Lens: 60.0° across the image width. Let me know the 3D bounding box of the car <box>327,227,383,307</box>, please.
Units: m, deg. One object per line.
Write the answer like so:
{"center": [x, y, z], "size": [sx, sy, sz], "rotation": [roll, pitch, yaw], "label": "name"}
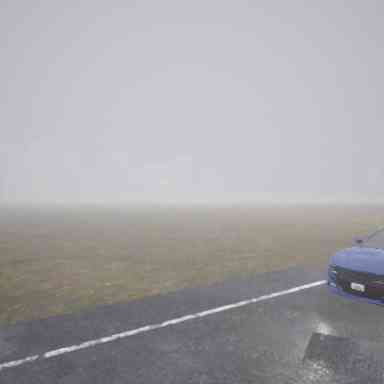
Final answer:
{"center": [5.126, 1.502, 7.643], "size": [5.008, 1.535, 1.882], "rotation": [0, 0, -35], "label": "car"}
